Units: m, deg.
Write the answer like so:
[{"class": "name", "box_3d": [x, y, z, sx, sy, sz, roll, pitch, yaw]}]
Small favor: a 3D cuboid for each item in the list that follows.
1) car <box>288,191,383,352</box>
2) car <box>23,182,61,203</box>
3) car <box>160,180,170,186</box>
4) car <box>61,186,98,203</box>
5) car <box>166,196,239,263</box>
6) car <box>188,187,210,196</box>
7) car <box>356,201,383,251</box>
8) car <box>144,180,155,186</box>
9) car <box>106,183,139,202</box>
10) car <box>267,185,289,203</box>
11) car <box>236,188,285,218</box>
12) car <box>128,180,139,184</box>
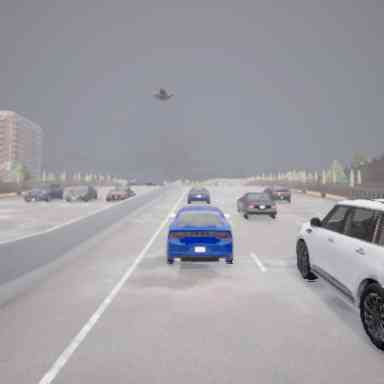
[{"class": "car", "box_3d": [3.646, 1.122, 6.116, 2.150, 2.045, 5.566, 0, 2, 2]}, {"class": "car", "box_3d": [-13.557, -0.023, 30.661, 2.097, 1.767, 4.553, 0, 3, 1]}, {"class": "car", "box_3d": [-5.700, -1.947, 72.127, 2.128, 1.511, 4.902, 0, 1, 1]}, {"class": "car", "box_3d": [-10.056, 0.146, 30.734, 1.812, 1.442, 4.674, 0, 3, 1]}, {"class": "car", "box_3d": [0.262, 1.181, 10.961, 1.882, 1.535, 5.008, 0, 3, 1]}, {"class": "car", "box_3d": [0.627, 0.205, 30.358, 1.994, 1.385, 4.181, 0, 3, 1]}, {"class": "car", "box_3d": [7.251, 1.238, 10.421, 1.837, 1.490, 4.892, 0, 3, 1]}, {"class": "car", "box_3d": [-9.200, -1.880, 72.162, 1.895, 1.301, 4.718, 0, 1, 1]}, {"class": "car", "box_3d": [-6.555, 0.182, 30.771, 1.994, 1.385, 4.181, 0, 3, 1]}, {"class": "car", "box_3d": [7.630, 0.128, 30.427, 2.128, 1.511, 4.902, 0, 3, 1]}, {"class": "car", "box_3d": [3.908, 0.727, 20.614, 2.033, 1.411, 5.357, 0, 3, 2]}, {"class": "car", "box_3d": [-12.698, -1.939, 72.255, 2.033, 1.411, 5.357, 0, 1, 1]}]
